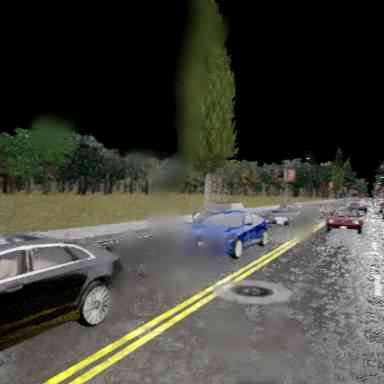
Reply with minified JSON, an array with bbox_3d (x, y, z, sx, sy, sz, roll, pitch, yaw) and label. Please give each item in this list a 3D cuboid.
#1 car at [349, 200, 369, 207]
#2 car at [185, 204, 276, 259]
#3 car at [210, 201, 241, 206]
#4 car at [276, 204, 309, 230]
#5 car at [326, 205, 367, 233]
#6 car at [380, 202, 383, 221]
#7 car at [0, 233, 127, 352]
[{"bbox_3d":[20.585,1.791,41.052,2.128,1.511,4.902,1,0,29],"label":"car"},{"bbox_3d":[1.545,1.461,12.946,1.882,1.535,5.008,1,0,28],"label":"car"},{"bbox_3d":[1.892,1.385,20.286,2.097,1.767,4.553,1,0,28],"label":"car"},{"bbox_3d":[6.418,1.546,21.832,2.128,1.511,4.902,1,0,28],"label":"car"},{"bbox_3d":[9.578,1.721,20.641,1.895,1.301,4.718,1,0,28],"label":"car"},{"bbox_3d":[17.427,1.784,28.533,1.812,1.442,4.674,1,0,29],"label":"car"},{"bbox_3d":[-2.975,1.413,4.634,2.128,1.511,4.902,1,0,28],"label":"car"}]
